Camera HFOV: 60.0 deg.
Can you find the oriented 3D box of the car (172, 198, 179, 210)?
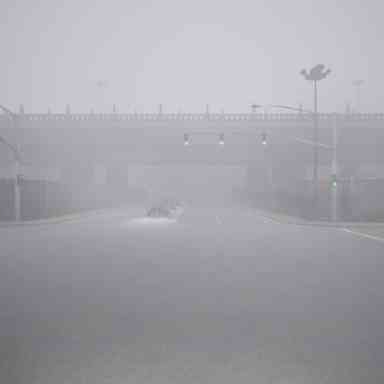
[{"bbox_3d":[-3.122,1.509,42.910,1.837,1.490,4.892,0,0,1],"label":"car"}]

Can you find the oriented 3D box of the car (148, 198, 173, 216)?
[{"bbox_3d":[-3.228,1.604,33.040,1.895,1.301,4.718,0,0,1],"label":"car"}]
